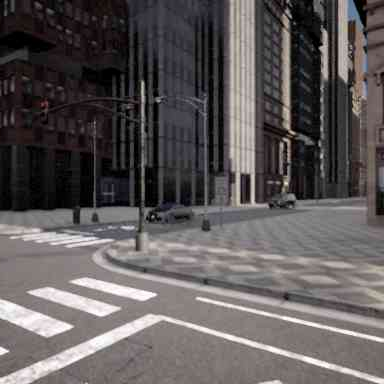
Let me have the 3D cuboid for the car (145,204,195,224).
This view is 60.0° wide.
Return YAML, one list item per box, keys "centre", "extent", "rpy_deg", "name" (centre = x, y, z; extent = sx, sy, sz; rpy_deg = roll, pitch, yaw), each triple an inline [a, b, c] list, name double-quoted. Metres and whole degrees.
- centre: [-1.613, 1.573, 25.237]
  extent: [1.994, 1.385, 4.181]
  rpy_deg: [0, 0, 36]
  name: "car"

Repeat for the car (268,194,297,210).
- centre: [12.118, 1.261, 44.247]
  extent: [2.150, 2.045, 5.566]
  rpy_deg: [0, 0, 36]
  name: "car"
